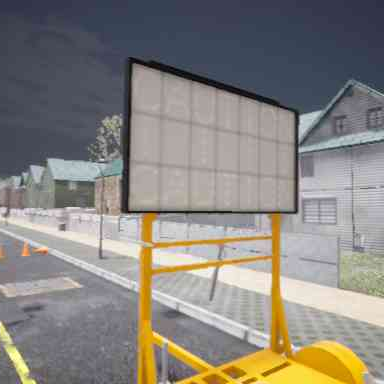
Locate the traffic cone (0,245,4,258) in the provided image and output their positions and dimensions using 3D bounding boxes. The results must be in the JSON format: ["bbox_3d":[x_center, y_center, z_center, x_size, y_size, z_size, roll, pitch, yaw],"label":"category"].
[{"bbox_3d":[-7.950,2.404,13.713,0.340,0.580,0.340,3,-3,-38],"label":"traffic cone"}]

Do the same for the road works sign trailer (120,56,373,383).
[{"bbox_3d":[0.211,0.632,3.636,2.380,3.560,2.880,3,-3,-38],"label":"road works sign trailer"}]

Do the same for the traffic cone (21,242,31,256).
[{"bbox_3d":[-7.162,2.443,14.327,0.340,0.580,0.340,3,-3,-38],"label":"traffic cone"}]
